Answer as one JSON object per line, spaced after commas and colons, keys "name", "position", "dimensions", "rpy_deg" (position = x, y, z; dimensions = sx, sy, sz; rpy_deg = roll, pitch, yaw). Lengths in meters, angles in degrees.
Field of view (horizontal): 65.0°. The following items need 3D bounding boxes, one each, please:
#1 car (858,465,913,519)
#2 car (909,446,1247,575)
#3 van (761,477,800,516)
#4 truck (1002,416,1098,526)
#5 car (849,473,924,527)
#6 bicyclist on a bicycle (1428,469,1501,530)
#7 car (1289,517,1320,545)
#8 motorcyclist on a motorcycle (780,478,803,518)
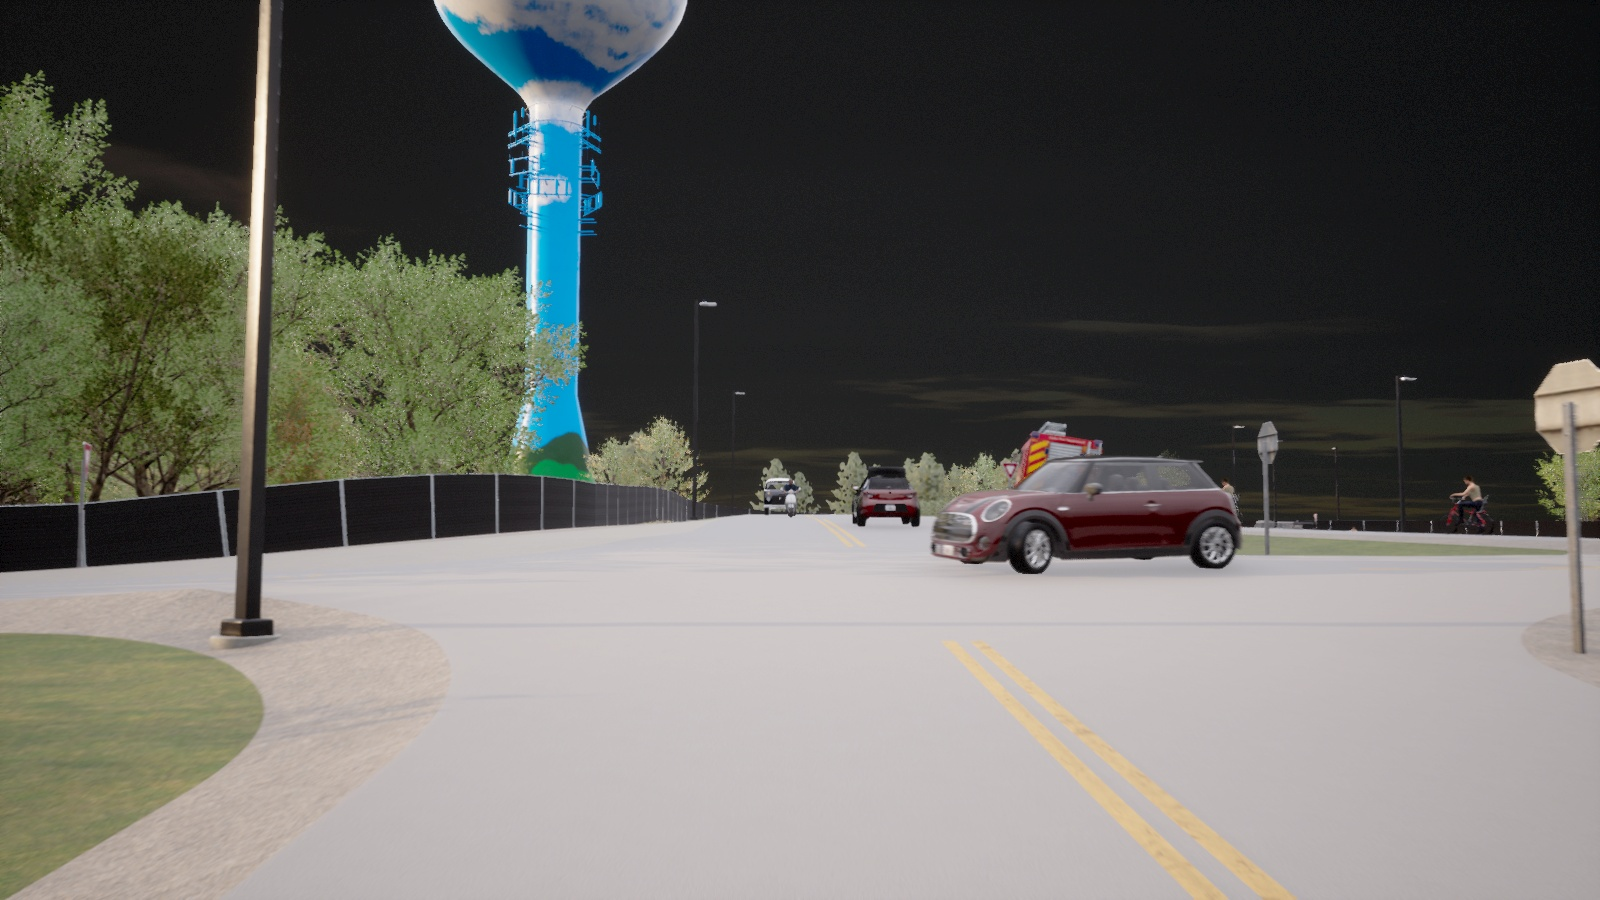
{"name": "car", "position": [3.124, 1.546, 45.454], "dimensions": [1.905, 1.878, 3.866], "rpy_deg": [0, -3, 5]}
{"name": "car", "position": [4.169, 0.846, 18.979], "dimensions": [4.553, 1.767, 2.097], "rpy_deg": [0, -1, -19]}
{"name": "van", "position": [-1.048, 2.544, 68.396], "dimensions": [2.069, 2.038, 4.480], "rpy_deg": [0, -3, -1]}
{"name": "truck", "position": [10.272, 1.018, 52.414], "dimensions": [2.891, 3.827, 8.468], "rpy_deg": [8, -2, 8]}
{"name": "car", "position": [2.446, 1.425, 36.408], "dimensions": [1.816, 1.474, 4.193], "rpy_deg": [0, -2, -1]}
{"name": "bicyclist on a bicycle", "position": [18.034, 1.348, 34.116], "dimensions": [0.866, 1.612, 1.509], "rpy_deg": [3, -3, -35]}
{"name": "car", "position": [34.615, 5.572, 86.207], "dimensions": [1.905, 1.878, 3.866], "rpy_deg": [-2, -4, 22]}
{"name": "motorcyclist on a motorcycle", "position": [-0.354, 1.983, 51.645], "dimensions": [0.866, 1.590, 1.817], "rpy_deg": [0, -3, -2]}
